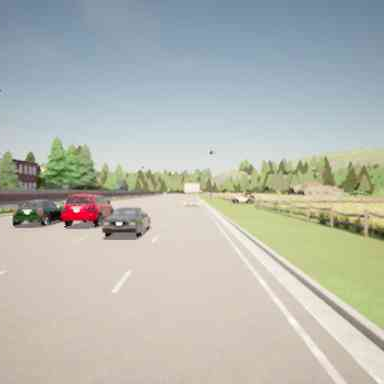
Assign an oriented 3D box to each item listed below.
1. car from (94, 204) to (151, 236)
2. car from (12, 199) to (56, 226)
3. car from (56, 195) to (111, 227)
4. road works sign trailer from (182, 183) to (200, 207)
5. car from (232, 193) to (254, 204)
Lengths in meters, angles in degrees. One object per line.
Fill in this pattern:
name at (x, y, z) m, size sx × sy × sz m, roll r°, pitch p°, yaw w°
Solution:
car at (-3.406, 1.525, 18.040) m, size 2.033 × 1.411 × 5.357 m, roll 0°, pitch 0°, yaw 0°
car at (-10.408, 1.324, 23.112) m, size 2.097 × 1.767 × 4.553 m, roll 0°, pitch 0°, yaw 0°
car at (-6.908, 1.194, 22.594) m, size 2.150 × 2.045 × 5.566 m, roll 0°, pitch 0°, yaw 0°
road works sign trailer at (-0.018, 0.404, 49.122) m, size 2.380 × 3.560 × 2.880 m, roll 0°, pitch 0°, yaw 0°
car at (8.900, 1.141, 58.130) m, size 3.866 × 1.878 × 1.905 m, roll 0°, pitch 0°, yaw 0°
